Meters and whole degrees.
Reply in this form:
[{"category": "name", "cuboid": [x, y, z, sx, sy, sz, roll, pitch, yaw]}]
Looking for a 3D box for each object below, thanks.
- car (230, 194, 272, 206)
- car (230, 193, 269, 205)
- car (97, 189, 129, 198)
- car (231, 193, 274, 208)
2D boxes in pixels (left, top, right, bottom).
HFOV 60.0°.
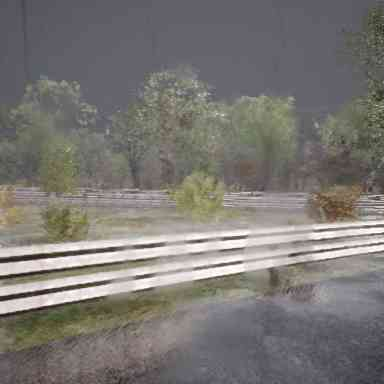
[{"category": "car", "cuboid": [6.935, 0.926, 39.255, 4.718, 1.301, 1.895, 1, 2, 6]}, {"category": "car", "cuboid": [7.330, 0.839, 42.732, 4.718, 1.301, 1.895, 1, 2, 6]}, {"category": "car", "cuboid": [-10.583, 0.320, 44.753, 4.181, 1.385, 1.994, 1, 2, 6]}, {"category": "car", "cuboid": [6.540, 1.013, 35.779, 4.718, 1.301, 1.895, 1, 2, 6]}]
